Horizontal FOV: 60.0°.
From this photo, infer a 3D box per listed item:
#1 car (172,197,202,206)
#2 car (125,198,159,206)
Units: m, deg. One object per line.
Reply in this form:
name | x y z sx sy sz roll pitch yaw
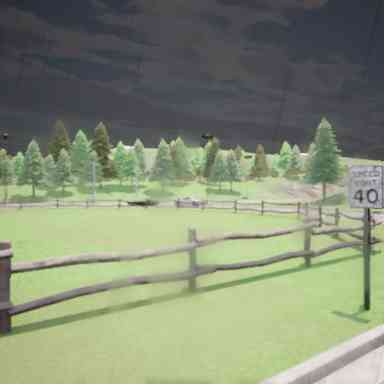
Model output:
car | -0.755 1.495 51.181 4.674 1.442 1.812 0 0 21
car | -7.538 1.578 50.194 4.718 1.301 1.895 0 0 11
